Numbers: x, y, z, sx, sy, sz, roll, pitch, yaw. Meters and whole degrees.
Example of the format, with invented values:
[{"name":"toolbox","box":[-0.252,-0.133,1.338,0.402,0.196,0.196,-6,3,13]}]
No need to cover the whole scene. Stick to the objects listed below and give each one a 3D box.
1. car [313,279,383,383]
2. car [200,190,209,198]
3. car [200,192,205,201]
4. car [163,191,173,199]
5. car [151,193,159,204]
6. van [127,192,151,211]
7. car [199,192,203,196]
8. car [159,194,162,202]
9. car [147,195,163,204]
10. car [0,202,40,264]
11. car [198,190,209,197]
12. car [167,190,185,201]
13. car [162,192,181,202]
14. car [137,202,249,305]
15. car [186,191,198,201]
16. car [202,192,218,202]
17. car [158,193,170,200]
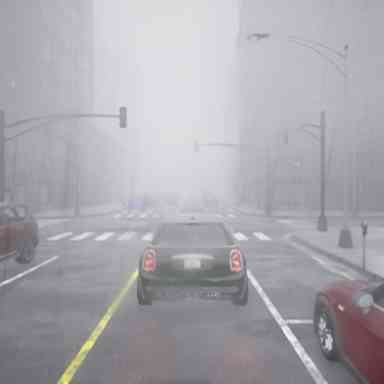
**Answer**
[{"name":"car","box":[2.672,1.414,3.145,1.967,1.590,4.097,0,0,0]},{"name":"car","box":[3.126,0.523,86.595,2.150,2.045,5.566,0,0,0]},{"name":"car","box":[2.744,1.128,52.399,2.008,1.369,4.403,0,0,0]},{"name":"car","box":[-5.742,0.664,80.365,2.192,1.841,5.009,0,0,0]},{"name":"car","box":[-5.799,0.983,41.196,2.192,1.841,5.009,0,0,0]},{"name":"van","box":[-5.807,1.054,35.601,1.690,1.788,3.998,0,0,0]},{"name":"car","box":[2.752,1.097,57.994,1.947,1.339,4.313,0,0,0]},{"name":"car","box":[-5.791,1.062,46.793,1.967,1.590,4.097,0,0,0]},{"name":"car","box":[-5.783,1.121,52.390,1.887,1.381,4.507,0,0,0]},{"name":"car","box":[-5.846,1.245,8.654,2.192,1.841,5.009,0,0,0]},{"name":"car","box":[2.759,0.801,63.586,2.192,1.841,5.009,0,0,0]},{"name":"car","box":[-2.952,0.710,63.115,2.150,2.045,5.566,0,1,1]},{"name":"car","box":[-3.028,1.165,47.335,2.033,1.411,5.357,0,0,0]},{"name":"car","box":[0.021,1.287,8.071,2.097,1.767,4.553,0,0,0]},{"name":"car","box":[0.148,0.989,66.264,1.812,1.442,4.674,0,1,0]},{"name":"car","box":[2.735,1.146,46.975,1.752,1.417,4.829,0,0,0]},{"name":"car","box":[-5.758,0.991,69.176,2.008,1.369,4.403,0,0,0]}]
